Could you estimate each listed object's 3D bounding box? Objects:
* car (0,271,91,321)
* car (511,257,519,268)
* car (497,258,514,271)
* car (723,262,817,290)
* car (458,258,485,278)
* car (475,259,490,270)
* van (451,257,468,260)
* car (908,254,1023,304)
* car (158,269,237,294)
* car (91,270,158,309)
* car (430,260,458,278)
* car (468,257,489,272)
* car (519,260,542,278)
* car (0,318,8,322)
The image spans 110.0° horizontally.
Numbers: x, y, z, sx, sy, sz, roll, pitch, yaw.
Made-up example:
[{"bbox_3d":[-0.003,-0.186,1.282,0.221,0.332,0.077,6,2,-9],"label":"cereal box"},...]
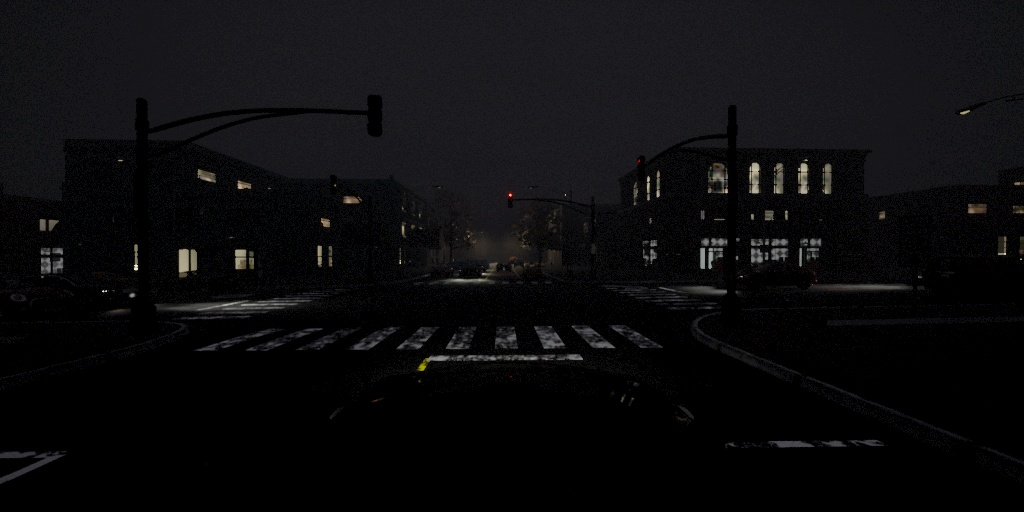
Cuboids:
[{"bbox_3d":[-18.349,1.422,12.769,4.097,1.591,1.967,0,0,-3],"label":"car"},{"bbox_3d":[1.164,1.288,61.552,2.007,1.370,4.403,0,0,-1],"label":"car"},{"bbox_3d":[-1.069,1.341,47.465,1.895,1.301,4.718,0,0,-1],"label":"car"},{"bbox_3d":[14.302,1.063,19.952,4.674,1.442,1.812,-1,1,-2],"label":"car"},{"bbox_3d":[-3.928,1.221,34.440,1.882,1.535,5.008,0,0,-2],"label":"car"},{"bbox_3d":[-4.435,1.217,54.542,1.882,1.535,5.008,0,0,-1],"label":"car"},{"bbox_3d":[-6.785,1.082,44.702,1.690,1.789,3.998,0,0,-1],"label":"van"},{"bbox_3d":[19.639,0.842,14.395,5.009,1.841,2.192,0,0,-3],"label":"car"},{"bbox_3d":[-18.683,1.474,21.109,4.313,1.339,1.948,0,0,-2],"label":"car"},{"bbox_3d":[-18.778,1.455,15.303,4.902,1.511,2.128,-1,1,-3],"label":"car"},{"bbox_3d":[-6.499,1.326,33.614,1.802,1.307,4.207,0,0,-1],"label":"car"},{"bbox_3d":[-4.190,1.219,44.480,1.882,1.535,5.008,0,0,-1],"label":"car"},{"bbox_3d":[1.874,1.269,33.999,1.751,1.417,4.829,0,0,-1],"label":"car"},{"bbox_3d":[-5.661,1.295,1.105,1.888,1.381,4.507,0,0,-1],"label":"car"}]
